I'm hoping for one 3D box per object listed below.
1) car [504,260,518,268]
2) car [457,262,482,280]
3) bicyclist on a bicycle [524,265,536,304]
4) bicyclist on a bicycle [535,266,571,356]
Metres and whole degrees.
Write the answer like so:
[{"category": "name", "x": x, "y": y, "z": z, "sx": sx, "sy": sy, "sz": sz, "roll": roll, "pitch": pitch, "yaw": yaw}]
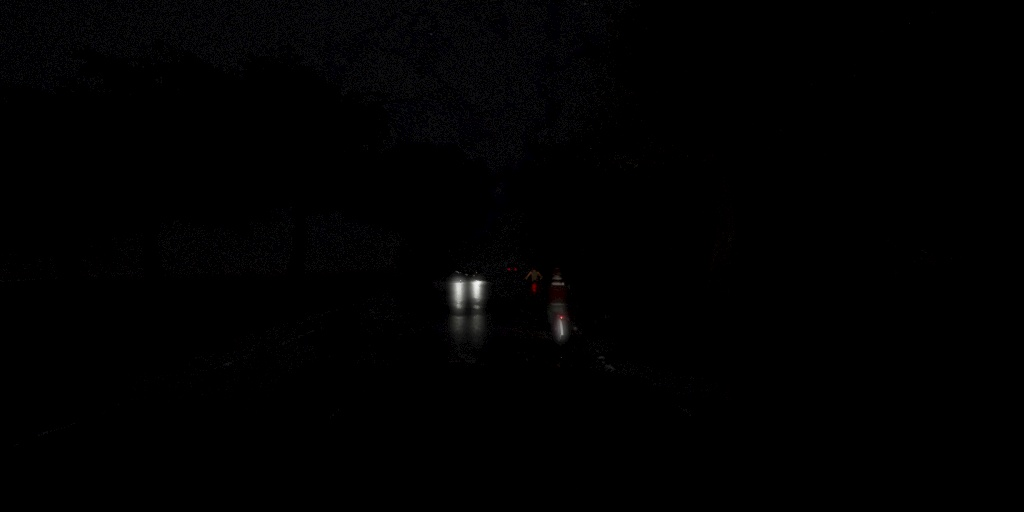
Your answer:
[{"category": "car", "x": 0.066, "y": 1.471, "z": 64.574, "sx": 1.895, "sy": 1.301, "sz": 4.718, "roll": 0, "pitch": 0, "yaw": 0}, {"category": "car", "x": -3.615, "y": 1.287, "z": 31.156, "sx": 1.837, "sy": 1.490, "sz": 4.892, "roll": 0, "pitch": 0, "yaw": 0}, {"category": "bicyclist on a bicycle", "x": 0.955, "y": 1.196, "z": 15.452, "sx": 0.866, "sy": 1.612, "sz": 1.509, "roll": 0, "pitch": -1, "yaw": 0}, {"category": "bicyclist on a bicycle", "x": 0.960, "y": 1.123, "z": 7.777, "sx": 0.659, "sy": 1.776, "sz": 1.843, "roll": 0, "pitch": 0, "yaw": 0}]
